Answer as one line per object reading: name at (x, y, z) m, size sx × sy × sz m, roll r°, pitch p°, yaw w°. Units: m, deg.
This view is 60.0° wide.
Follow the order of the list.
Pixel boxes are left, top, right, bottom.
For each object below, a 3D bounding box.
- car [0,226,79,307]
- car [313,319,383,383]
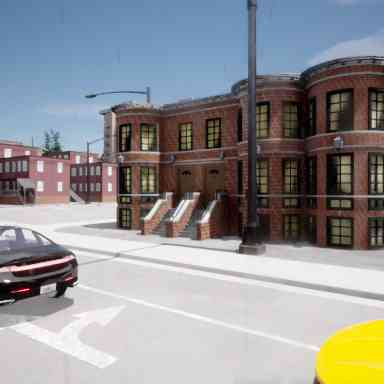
car at (-4.540, 1.492, 7.241) m, size 4.902 × 1.511 × 2.128 m, roll 0°, pitch 0°, yaw 34°
car at (3.228, 1.478, 1.692) m, size 5.008 × 1.535 × 1.882 m, roll 0°, pitch 0°, yaw 36°
